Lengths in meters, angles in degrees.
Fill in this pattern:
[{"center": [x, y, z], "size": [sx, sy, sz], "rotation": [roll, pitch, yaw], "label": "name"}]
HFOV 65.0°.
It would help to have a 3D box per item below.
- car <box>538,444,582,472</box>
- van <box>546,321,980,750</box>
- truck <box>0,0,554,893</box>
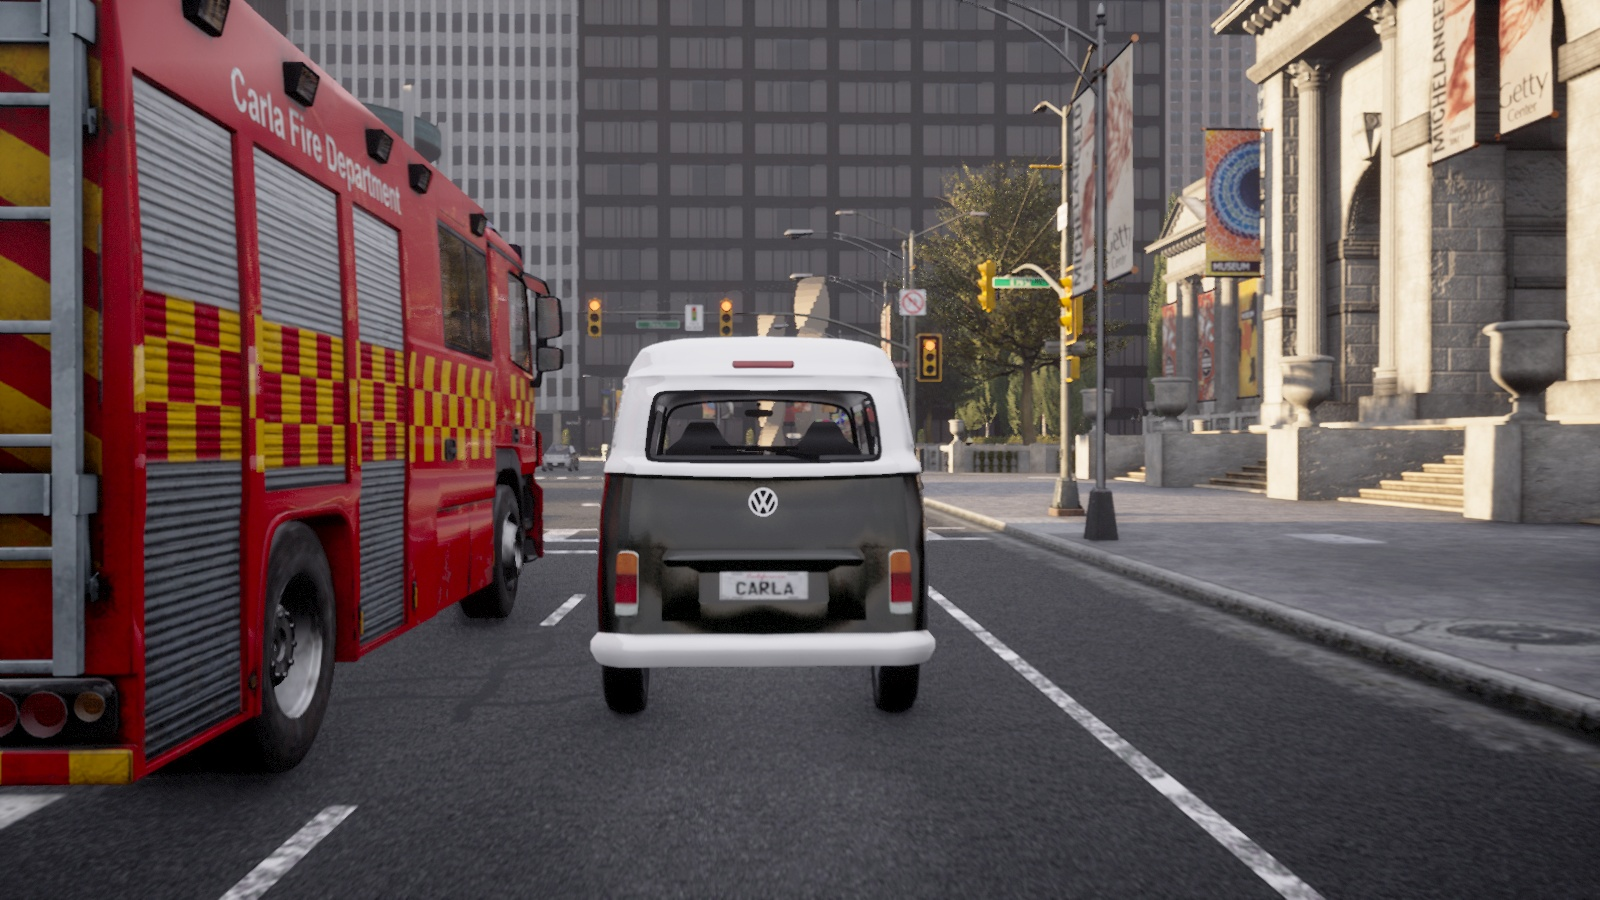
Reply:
[{"center": [-13.124, 0.410, 68.896], "size": [1.845, 1.501, 3.633], "rotation": [0, 0, -2], "label": "car"}, {"center": [-0.254, 0.423, 8.240], "size": [2.069, 2.038, 4.480], "rotation": [0, 0, -2], "label": "van"}, {"center": [-3.760, -0.461, 8.385], "size": [2.891, 3.827, 8.468], "rotation": [0, 0, -2], "label": "truck"}]
